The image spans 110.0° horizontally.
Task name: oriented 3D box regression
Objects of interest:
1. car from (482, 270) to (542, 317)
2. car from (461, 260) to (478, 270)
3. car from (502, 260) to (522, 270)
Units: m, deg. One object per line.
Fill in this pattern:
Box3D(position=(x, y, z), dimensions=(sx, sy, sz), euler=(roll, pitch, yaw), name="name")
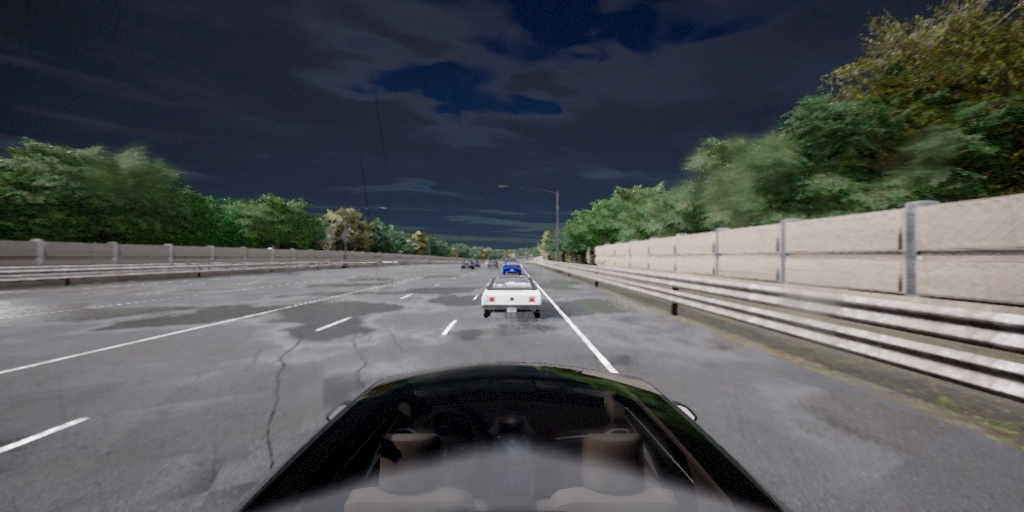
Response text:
Box3D(position=(-0.001, 1.360, 13.136), dimensions=(1.895, 1.301, 4.718), euler=(0, 0, 0), name="car")
Box3D(position=(-7.003, 1.431, 57.423), dimensions=(1.812, 1.442, 4.674), euler=(0, 0, 0), name="car")
Box3D(position=(0.002, 1.291, 37.670), dimensions=(1.882, 1.535, 5.008), euler=(0, -1, 0), name="car")
